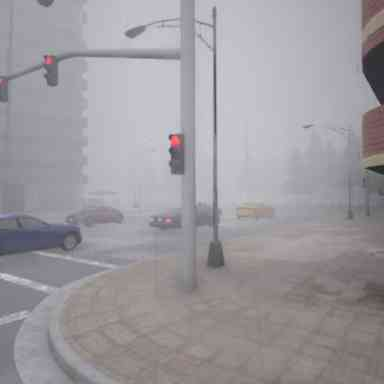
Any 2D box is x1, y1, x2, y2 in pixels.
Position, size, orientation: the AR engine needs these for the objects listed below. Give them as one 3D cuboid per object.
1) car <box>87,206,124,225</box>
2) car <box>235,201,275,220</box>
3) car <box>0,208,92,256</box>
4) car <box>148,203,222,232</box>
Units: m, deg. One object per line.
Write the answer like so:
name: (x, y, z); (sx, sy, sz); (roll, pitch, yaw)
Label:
car: (-6.919, 1.681, 23.907); (1.994, 1.385, 4.181); (0, 0, 36)
car: (5.593, 1.550, 28.987); (1.882, 1.535, 5.008); (0, 0, 36)
car: (-6.460, 1.552, 12.258); (1.882, 1.535, 5.008); (0, 0, 36)
car: (-0.346, 1.621, 20.743); (2.033, 1.411, 5.357); (0, 0, 36)
